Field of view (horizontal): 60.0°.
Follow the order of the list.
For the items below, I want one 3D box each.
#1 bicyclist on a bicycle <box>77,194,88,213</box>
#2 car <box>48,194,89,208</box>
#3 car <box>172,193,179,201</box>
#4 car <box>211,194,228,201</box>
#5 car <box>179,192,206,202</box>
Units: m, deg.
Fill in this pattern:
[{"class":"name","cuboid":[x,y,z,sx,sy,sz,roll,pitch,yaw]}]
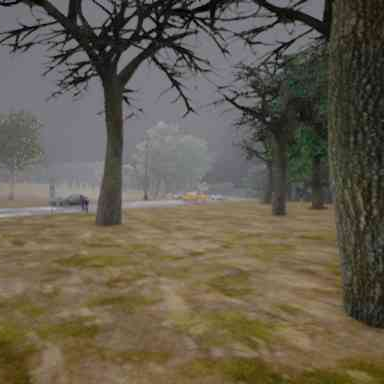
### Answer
[{"class":"bicyclist on a bicycle","cuboid":[-9.661,1.023,29.298,1.656,1.620,0.582,0,1,36]},{"class":"car","cuboid":[-13.102,0.914,35.586,1.994,1.385,4.181,2,2,35]},{"class":"car","cuboid":[-1.394,0.690,54.678,2.128,1.511,4.902,2,1,28]},{"class":"car","cuboid":[5.103,0.951,60.986,1.895,1.301,4.718,2,0,24]},{"class":"car","cuboid":[0.470,0.771,51.631,1.882,1.535,5.008,2,1,28]}]
